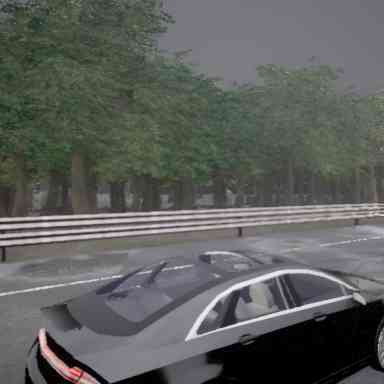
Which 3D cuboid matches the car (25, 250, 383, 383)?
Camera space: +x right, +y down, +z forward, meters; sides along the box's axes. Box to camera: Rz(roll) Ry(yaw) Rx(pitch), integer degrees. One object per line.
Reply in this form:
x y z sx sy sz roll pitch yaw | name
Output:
0.733 1.480 4.007 4.902 1.511 2.128 0 0 -35 | car
